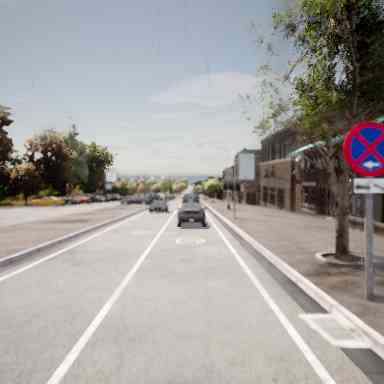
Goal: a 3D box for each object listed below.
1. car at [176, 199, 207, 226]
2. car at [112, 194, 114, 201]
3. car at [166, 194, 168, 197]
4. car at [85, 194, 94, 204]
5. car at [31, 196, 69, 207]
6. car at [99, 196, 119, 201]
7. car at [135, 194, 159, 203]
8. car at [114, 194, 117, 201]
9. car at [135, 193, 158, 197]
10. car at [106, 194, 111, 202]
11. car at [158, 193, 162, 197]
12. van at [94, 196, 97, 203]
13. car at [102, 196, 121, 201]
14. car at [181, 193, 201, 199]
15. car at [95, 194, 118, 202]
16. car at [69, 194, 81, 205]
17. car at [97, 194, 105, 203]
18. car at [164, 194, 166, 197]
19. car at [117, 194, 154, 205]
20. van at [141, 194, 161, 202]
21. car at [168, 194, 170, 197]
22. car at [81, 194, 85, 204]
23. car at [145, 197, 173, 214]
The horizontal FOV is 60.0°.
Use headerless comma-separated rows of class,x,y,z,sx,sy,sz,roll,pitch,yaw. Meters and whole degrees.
car,-0.029,1.475,22.965,1.837,1.490,4.892,0,1,0
car,-22.375,1.693,81.917,4.792,1.488,2.163,0,0,0
car,-9.355,1.376,82.147,5.566,2.045,2.435,0,0,0
car,-22.262,1.397,65.210,4.553,1.767,2.185,0,0,0
car,-22.212,1.460,51.286,5.008,1.535,2.097,0,0,0
car,-22.459,1.741,90.271,5.008,1.535,2.097,0,-1,0
car,-9.200,1.381,68.129,4.553,1.767,2.185,0,0,0
car,-22.453,1.717,84.702,4.792,1.488,2.163,0,-1,0
car,-9.196,1.187,56.919,5.566,2.045,2.435,0,0,0
car,-22.180,1.612,76.347,5.366,1.575,1.946,0,0,0
car,-9.243,1.235,65.329,5.566,2.045,2.435,0,0,0
van,-22.427,1.318,67.991,4.442,1.987,1.878,0,0,0
car,-22.480,1.809,92.932,4.674,1.452,2.002,0,-1,0
car,-0.129,1.164,41.381,2.150,2.045,5.566,0,0,0
car,-22.417,1.462,87.488,5.566,2.045,2.435,0,0,0
car,-22.252,1.474,56.854,5.008,1.535,2.097,0,0,0
car,-22.344,1.631,73.561,4.674,1.452,2.002,0,0,0
car,-9.301,1.603,79.341,5.008,1.535,2.097,0,0,0
car,-9.146,1.431,54.117,4.892,1.521,2.231,0,0,0
van,-9.404,1.354,76.539,4.442,1.987,1.878,0,0,0
car,-9.401,1.735,93.357,5.008,1.535,2.097,0,-1,0
car,-22.264,1.528,59.641,4.674,1.452,2.002,0,0,0
car,-3.446,1.525,35.385,1.994,1.385,4.181,0,0,0
